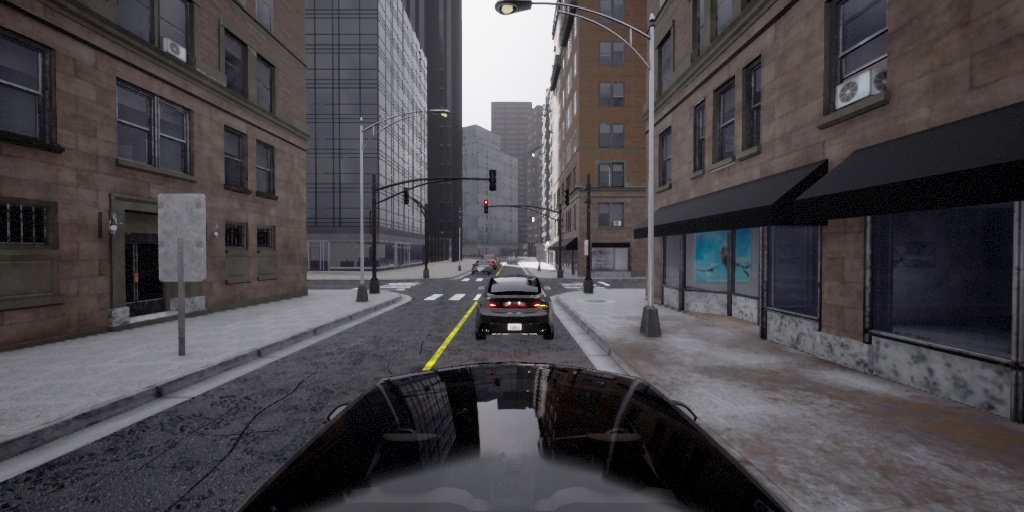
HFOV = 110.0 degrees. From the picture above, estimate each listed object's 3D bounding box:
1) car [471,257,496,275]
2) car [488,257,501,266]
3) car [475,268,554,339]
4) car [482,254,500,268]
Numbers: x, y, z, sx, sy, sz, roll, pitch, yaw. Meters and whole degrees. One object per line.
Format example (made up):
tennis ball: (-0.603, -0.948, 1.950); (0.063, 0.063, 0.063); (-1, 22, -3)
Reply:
car: (-3.143, 1.163, 37.989); (2.128, 1.511, 4.902); (0, 0, 0)
car: (-3.137, 0.890, 64.842); (2.128, 1.511, 4.902); (0, 1, 0)
car: (0.068, 1.252, 10.001); (1.837, 1.490, 4.892); (0, 0, 0)
car: (-3.162, 0.810, 48.313); (2.150, 2.045, 5.566); (0, 1, 0)
